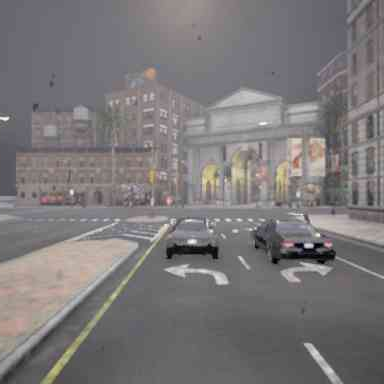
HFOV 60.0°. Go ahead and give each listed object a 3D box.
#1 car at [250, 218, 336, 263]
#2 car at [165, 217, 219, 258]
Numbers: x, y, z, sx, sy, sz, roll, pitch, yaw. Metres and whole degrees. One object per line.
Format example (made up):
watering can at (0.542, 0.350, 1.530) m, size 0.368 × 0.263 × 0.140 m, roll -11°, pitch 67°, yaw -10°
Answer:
car at (3.510, 1.687, 12.516) m, size 2.033 × 1.411 × 5.357 m, roll 0°, pitch -1°, yaw 0°
car at (0.019, 1.715, 13.551) m, size 1.994 × 1.385 × 4.181 m, roll 0°, pitch -1°, yaw 0°
